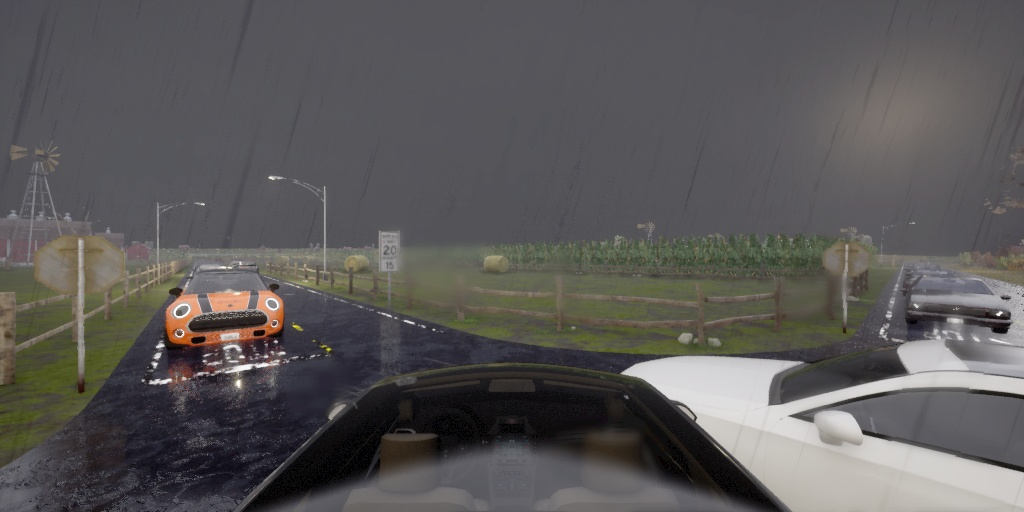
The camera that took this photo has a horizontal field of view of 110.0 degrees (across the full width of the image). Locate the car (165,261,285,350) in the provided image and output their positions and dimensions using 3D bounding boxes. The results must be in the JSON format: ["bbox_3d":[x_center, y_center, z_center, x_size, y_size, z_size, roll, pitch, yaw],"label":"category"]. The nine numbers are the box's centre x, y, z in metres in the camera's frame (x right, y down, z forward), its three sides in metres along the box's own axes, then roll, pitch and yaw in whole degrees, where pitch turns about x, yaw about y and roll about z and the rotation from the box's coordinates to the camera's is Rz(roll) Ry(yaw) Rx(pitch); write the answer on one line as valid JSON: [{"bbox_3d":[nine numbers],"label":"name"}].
[{"bbox_3d":[-7.472,1.138,9.432,2.097,1.767,4.553,0,0,-39],"label":"car"}]

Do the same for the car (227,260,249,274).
[{"bbox_3d":[-33.237,1.273,43.379,1.837,1.490,4.892,0,0,-41],"label":"car"}]

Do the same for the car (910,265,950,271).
[{"bbox_3d":[21.039,1.363,17.892,4.181,1.385,1.994,0,1,-43],"label":"car"}]

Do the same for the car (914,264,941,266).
[{"bbox_3d":[28.675,1.307,24.803,4.902,1.511,2.128,0,1,-42],"label":"car"}]

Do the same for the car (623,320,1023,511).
[{"bbox_3d":[2.859,1.293,2.226,1.812,1.442,4.674,0,1,-43],"label":"car"}]

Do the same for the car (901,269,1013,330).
[{"bbox_3d":[13.635,1.334,11.180,5.357,1.411,2.033,0,1,-42],"label":"car"}]
